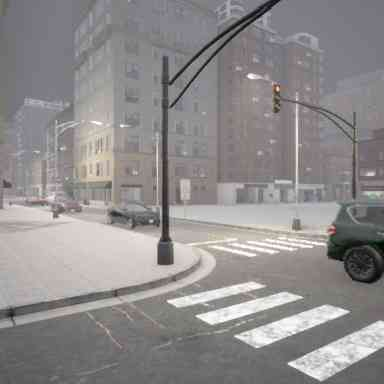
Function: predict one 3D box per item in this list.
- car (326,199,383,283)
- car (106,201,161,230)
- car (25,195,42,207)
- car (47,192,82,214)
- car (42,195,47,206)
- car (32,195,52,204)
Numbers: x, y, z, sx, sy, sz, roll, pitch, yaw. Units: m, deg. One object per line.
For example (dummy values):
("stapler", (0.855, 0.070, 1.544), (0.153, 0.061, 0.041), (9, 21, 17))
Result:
("car", (5.859, 1.214, 7.490), (2.150, 2.045, 5.566), (0, 0, -36))
("car", (-3.771, 1.386, 20.982), (1.882, 1.535, 5.008), (0, 0, -35))
("car", (-22.320, 1.362, 47.129), (1.895, 1.301, 4.718), (0, 0, -35))
("car", (-12.617, 1.189, 33.384), (2.097, 1.767, 4.553), (0, 0, -35))
("car", (-19.532, 0.988, 48.135), (2.150, 2.045, 5.566), (0, 0, -36))
("car", (-25.510, 1.269, 56.495), (2.033, 1.411, 5.357), (0, 0, -35))
